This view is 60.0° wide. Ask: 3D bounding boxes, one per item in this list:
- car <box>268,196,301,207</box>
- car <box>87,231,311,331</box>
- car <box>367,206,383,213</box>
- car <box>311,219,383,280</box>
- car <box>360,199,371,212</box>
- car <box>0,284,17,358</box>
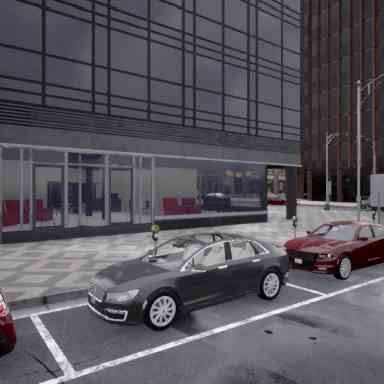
[{"bbox_3d":[10.638,1.111,39.916,1.895,1.301,4.718,0,1,-36],"label":"car"},{"bbox_3d":[0.147,1.551,6.760,4.403,1.369,2.008,0,0,-36],"label":"car"},{"bbox_3d":[9.026,1.441,13.106,4.097,1.590,1.967,0,0,-36],"label":"car"},{"bbox_3d":[4.586,1.545,9.933,4.507,1.381,1.887,0,0,-36],"label":"car"},{"bbox_3d":[17.880,1.254,30.061,1.837,1.490,4.892,0,1,-39],"label":"car"},{"bbox_3d":[-4.293,1.440,3.587,4.097,1.590,1.967,0,0,-36],"label":"car"}]
